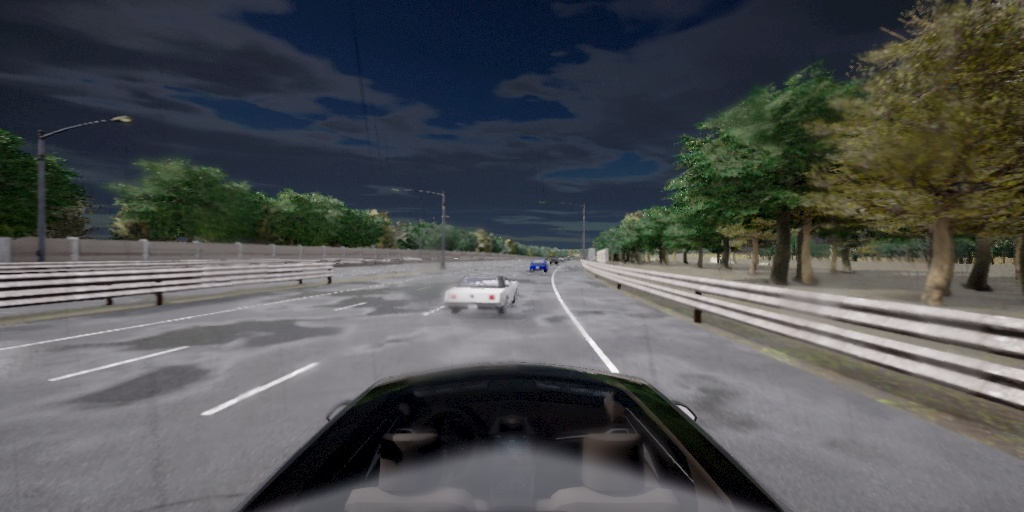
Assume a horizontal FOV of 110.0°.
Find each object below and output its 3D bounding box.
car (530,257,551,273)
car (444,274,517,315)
[{"bbox_3d":[3.170,1.107,41.542,1.882,1.535,5.008,0,0,9],"label":"car"},{"bbox_3d":[-0.923,1.307,13.381,1.895,1.301,4.718,0,0,8],"label":"car"}]
